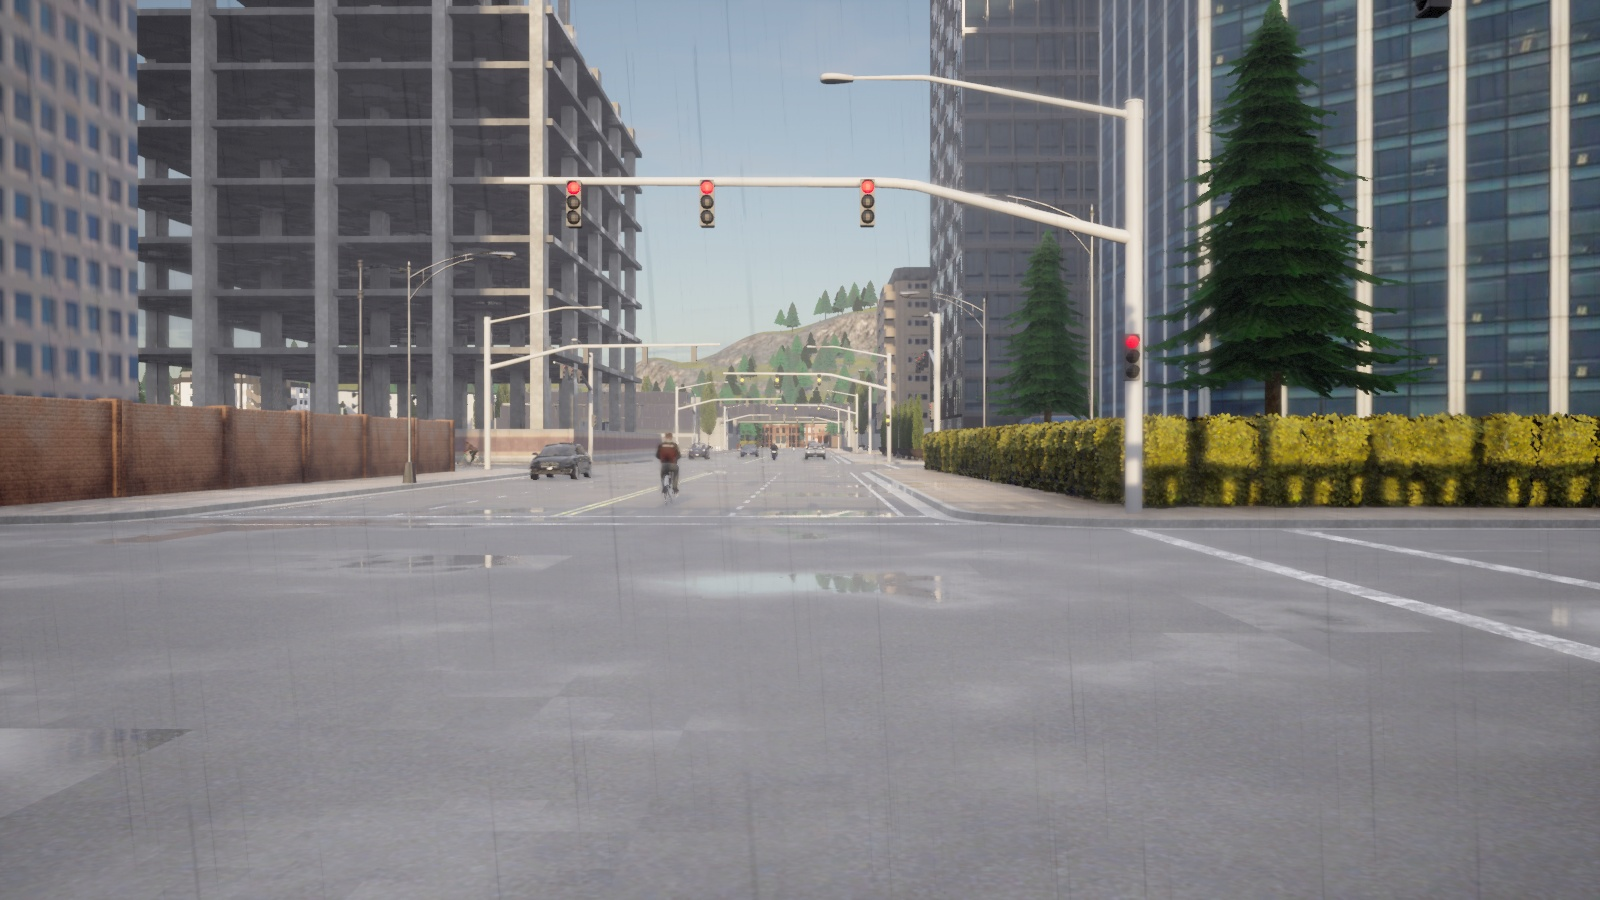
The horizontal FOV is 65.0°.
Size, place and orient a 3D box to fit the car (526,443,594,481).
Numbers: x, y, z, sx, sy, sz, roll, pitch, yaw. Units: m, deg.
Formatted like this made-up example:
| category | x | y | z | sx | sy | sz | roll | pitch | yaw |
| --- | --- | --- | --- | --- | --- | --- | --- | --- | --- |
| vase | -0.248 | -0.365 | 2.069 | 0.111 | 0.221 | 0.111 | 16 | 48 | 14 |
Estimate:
| category | x | y | z | sx | sy | sz | roll | pitch | yaw |
| --- | --- | --- | --- | --- | --- | --- | --- | --- | --- |
| car | -9.855 | 0.451 | 51.866 | 1.837 | 1.490 | 4.892 | 0 | 0 | 1 |

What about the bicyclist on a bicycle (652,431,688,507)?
| category | x | y | z | sx | sy | sz | roll | pitch | yaw |
| --- | --- | --- | --- | --- | --- | --- | --- | --- | --- |
| bicyclist on a bicycle | -3.115 | 0.444 | 30.191 | 0.659 | 1.776 | 1.843 | 0 | 0 | 1 |
